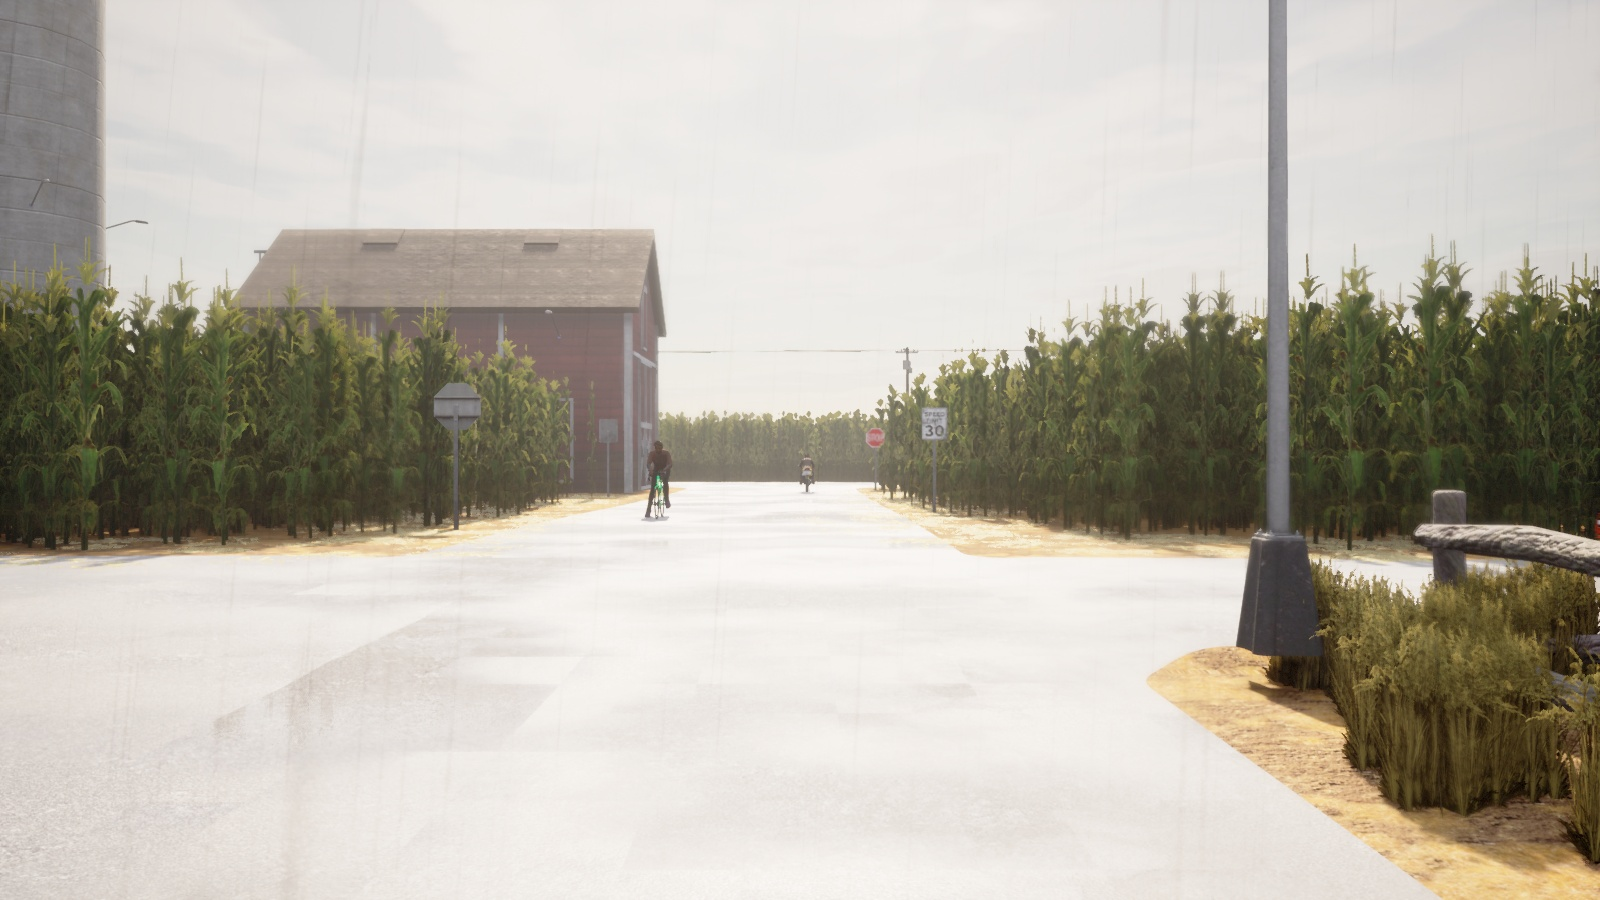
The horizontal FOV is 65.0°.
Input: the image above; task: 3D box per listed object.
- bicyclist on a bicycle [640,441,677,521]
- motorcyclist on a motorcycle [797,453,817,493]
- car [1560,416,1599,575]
[{"bbox_3d":[-2.945,0.627,26.313,0.582,1.620,1.656,0,0,0],"label":"bicyclist on a bicycle"},{"bbox_3d":[0.277,0.893,49.175,0.797,1.523,2.044,0,0,0],"label":"motorcyclist on a motorcycle"},{"bbox_3d":[11.154,0.529,13.594,4.553,1.767,2.097,1,0,1],"label":"car"}]
